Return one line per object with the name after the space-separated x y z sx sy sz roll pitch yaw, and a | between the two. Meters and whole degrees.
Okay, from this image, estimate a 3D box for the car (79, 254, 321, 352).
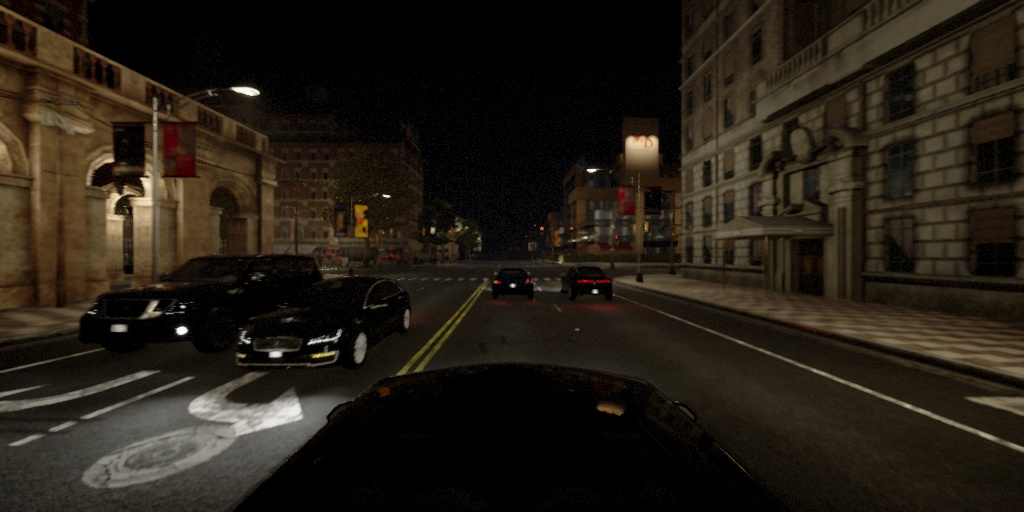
-7.029 0.960 9.197 2.150 2.045 5.566 0 0 0 | car

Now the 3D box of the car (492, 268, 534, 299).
0.023 1.281 18.003 1.994 1.385 4.181 0 0 -1 | car

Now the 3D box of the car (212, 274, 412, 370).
-3.604 1.243 7.885 1.837 1.490 4.892 0 0 0 | car

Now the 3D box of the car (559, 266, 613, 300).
3.472 1.223 17.327 1.837 1.490 4.892 0 0 0 | car
